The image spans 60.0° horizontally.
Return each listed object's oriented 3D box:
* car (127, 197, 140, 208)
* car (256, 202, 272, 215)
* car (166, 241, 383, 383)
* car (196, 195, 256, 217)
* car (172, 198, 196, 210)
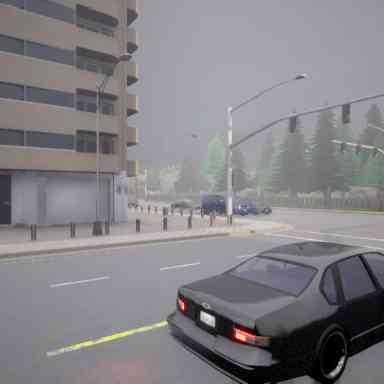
[{"bbox_3d":[-9.462,1.560,49.666,1.837,1.490,4.892,0,0,-36],"label":"car"},{"bbox_3d":[6.127,1.619,33.990,1.994,1.385,4.181,0,0,-36],"label":"car"},{"bbox_3d":[2.238,1.547,5.377,5.357,1.411,2.033,0,0,-35],"label":"car"},{"bbox_3d":[3.151,1.276,32.132,2.150,2.045,5.566,0,0,-36],"label":"car"},{"bbox_3d":[-0.884,1.581,43.746,1.812,1.442,4.674,0,0,-36],"label":"car"}]
